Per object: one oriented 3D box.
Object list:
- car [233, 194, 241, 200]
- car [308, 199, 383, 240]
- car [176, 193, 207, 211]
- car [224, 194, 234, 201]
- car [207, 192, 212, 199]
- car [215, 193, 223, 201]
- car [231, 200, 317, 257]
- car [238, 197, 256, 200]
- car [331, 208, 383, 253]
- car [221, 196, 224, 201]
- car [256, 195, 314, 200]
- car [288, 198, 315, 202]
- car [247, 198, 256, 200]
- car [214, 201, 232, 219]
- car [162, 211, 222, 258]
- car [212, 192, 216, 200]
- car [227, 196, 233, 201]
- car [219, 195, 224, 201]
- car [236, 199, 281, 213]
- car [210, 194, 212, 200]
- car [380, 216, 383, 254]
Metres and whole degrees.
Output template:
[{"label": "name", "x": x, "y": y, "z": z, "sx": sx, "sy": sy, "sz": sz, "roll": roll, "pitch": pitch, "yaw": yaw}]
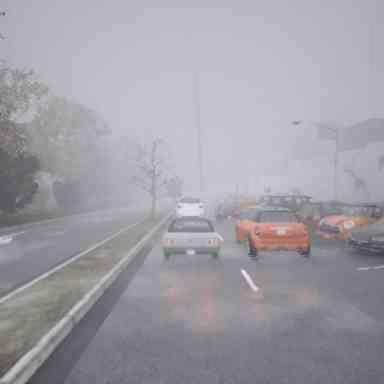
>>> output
[{"label": "car", "x": 7.852, "y": 1.351, "z": 36.270, "sx": 5.566, "sy": 2.045, "sz": 2.435, "roll": 1, "pitch": 0, "yaw": -20}, {"label": "car", "x": 8.028, "y": 1.375, "z": 15.288, "sx": 4.553, "sy": 1.767, "sz": 2.185, "roll": 1, "pitch": 0, "yaw": -20}, {"label": "car", "x": -0.114, "y": 1.282, "z": 27.213, "sx": 2.150, "sy": 2.045, "sz": 5.566, "roll": 0, "pitch": 0, "yaw": 0}, {"label": "car", "x": 7.818, "y": 1.594, "z": 51.300, "sx": 4.553, "sy": 1.767, "sz": 2.185, "roll": 1, "pitch": 0, "yaw": -20}, {"label": "car", "x": 7.516, "y": 1.611, "z": 93.315, "sx": 4.792, "sy": 1.488, "sz": 2.163, "roll": 1, "pitch": 1, "yaw": -20}, {"label": "car", "x": 7.762, "y": 1.504, "z": 60.312, "sx": 5.566, "sy": 2.045, "sz": 2.435, "roll": 1, "pitch": 0, "yaw": -20}, {"label": "car", "x": 2.980, "y": 1.362, "z": 13.203, "sx": 2.097, "sy": 1.767, "sz": 4.553, "roll": 0, "pitch": 0, "yaw": 0}, {"label": "car", "x": 7.716, "y": 1.574, "z": 33.216, "sx": 5.366, "sy": 1.575, "sz": 1.946, "roll": 1, "pitch": 0, "yaw": -20}, {"label": "car", "x": 8.019, "y": 1.497, "z": 12.278, "sx": 4.892, "sy": 1.521, "sz": 2.231, "roll": 1, "pitch": 0, "yaw": -20}, {"label": "car", "x": 7.771, "y": 1.779, "z": 54.288, "sx": 4.674, "sy": 1.452, "sz": 2.002, "roll": 1, "pitch": 0, "yaw": -20}, {"label": "car", "x": 7.970, "y": 1.278, "z": 24.301, "sx": 5.566, "sy": 2.045, "sz": 2.435, "roll": 1, "pitch": -1, "yaw": -20}, {"label": "car", "x": 7.948, "y": 1.381, "z": 18.274, "sx": 4.553, "sy": 1.767, "sz": 2.185, "roll": 1, "pitch": 0, "yaw": -20}, {"label": "car", "x": 8.080, "y": 1.561, "z": 30.352, "sx": 5.366, "sy": 1.575, "sz": 1.946, "roll": 1, "pitch": -1, "yaw": -20}, {"label": "car", "x": 2.889, "y": 1.662, "z": 27.759, "sx": 1.895, "sy": 1.301, "sz": 4.718, "roll": 0, "pitch": 0, "yaw": 0}, {"label": "car", "x": -0.024, "y": 1.611, "z": 12.709, "sx": 1.895, "sy": 1.301, "sz": 4.718, "roll": 0, "pitch": 0, "yaw": 0}, {"label": "car", "x": 7.659, "y": 1.496, "z": 69.293, "sx": 5.566, "sy": 2.045, "sz": 2.435, "roll": 1, "pitch": 1, "yaw": -20}, {"label": "car", "x": 7.814, "y": 1.676, "z": 45.288, "sx": 5.008, "sy": 1.535, "sz": 2.097, "roll": 1, "pitch": -1, "yaw": -20}, {"label": "car", "x": 7.777, "y": 1.777, "z": 57.313, "sx": 4.792, "sy": 1.488, "sz": 2.163, "roll": 1, "pitch": 0, "yaw": -20}, {"label": "car", "x": 7.829, "y": 1.655, "z": 39.271, "sx": 4.792, "sy": 1.488, "sz": 2.163, "roll": 1, "pitch": 0, "yaw": -20}, {"label": "car", "x": 7.586, "y": 1.702, "z": 81.310, "sx": 4.792, "sy": 1.488, "sz": 2.163, "roll": 1, "pitch": 1, "yaw": -20}, {"label": "car", "x": 8.055, "y": 1.522, "z": 9.294, "sx": 4.792, "sy": 1.488, "sz": 2.163, "roll": 1, "pitch": 0, "yaw": -20}]
